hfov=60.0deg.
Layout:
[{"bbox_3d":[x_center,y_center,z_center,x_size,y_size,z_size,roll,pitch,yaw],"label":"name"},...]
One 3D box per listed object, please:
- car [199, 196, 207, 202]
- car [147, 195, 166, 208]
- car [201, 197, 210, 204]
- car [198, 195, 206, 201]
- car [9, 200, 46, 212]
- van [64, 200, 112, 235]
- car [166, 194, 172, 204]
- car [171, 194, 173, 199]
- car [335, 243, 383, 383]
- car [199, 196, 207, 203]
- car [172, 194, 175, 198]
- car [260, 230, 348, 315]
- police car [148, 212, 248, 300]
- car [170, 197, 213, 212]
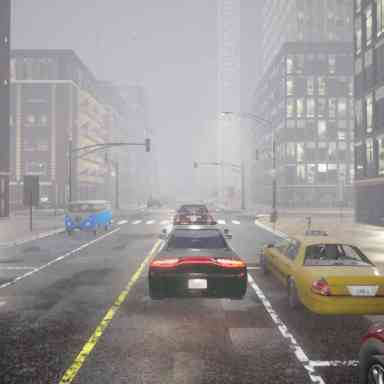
[{"bbox_3d":[2.691,1.802,84.835,1.947,1.339,4.313,0,0,0],"label":"car"},{"bbox_3d":[-5.684,1.408,50.859,2.192,1.841,5.009,0,0,0],"label":"car"},{"bbox_3d":[2.693,1.680,68.017,1.752,1.417,4.829,0,0,0],"label":"car"},{"bbox_3d":[2.692,1.705,90.499,1.967,1.590,4.097,0,0,0],"label":"car"},{"bbox_3d":[-19.056,1.538,37.861,4.507,1.381,1.887,0,-1,0],"label":"car"},{"bbox_3d":[-5.660,1.358,18.453,1.690,1.788,3.998,1,0,0],"label":"van"},{"bbox_3d":[-5.688,1.720,67.846,1.947,1.339,4.313,0,0,0],"label":"car"},{"bbox_3d":[-5.688,1.761,73.508,1.802,1.307,4.206,0,0,0],"label":"car"},{"bbox_3d":[2.706,1.441,1.883,1.967,1.590,4.097,1,0,0],"label":"car"},{"bbox_3d":[2.692,1.733,79.342,1.752,1.417,4.829,0,0,0],"label":"car"},{"bbox_3d":[-5.688,1.647,79.172,1.967,1.590,4.097,0,0,0],"label":"car"},{"bbox_3d":[2.707,1.529,7.577,1.752,1.417,4.829,1,0,0],"label":"car"},{"bbox_3d":[0.102,1.509,8.506,2.038,1.542,4.974,0,0,0],"label":"police car"},{"bbox_3d":[0.085,1.369,18.616,2.097,1.767,4.553,0,0,0],"label":"car"}]
